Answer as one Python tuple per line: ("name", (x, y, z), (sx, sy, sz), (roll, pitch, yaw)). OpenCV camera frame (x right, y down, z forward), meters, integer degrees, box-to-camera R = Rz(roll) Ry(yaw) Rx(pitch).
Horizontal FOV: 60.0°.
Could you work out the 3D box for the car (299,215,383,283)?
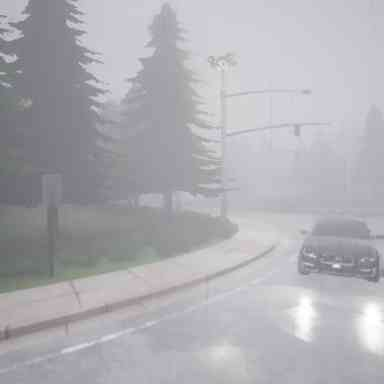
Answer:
("car", (4.463, 1.494, 9.927), (1.837, 1.490, 4.892), (0, 0, 27))
